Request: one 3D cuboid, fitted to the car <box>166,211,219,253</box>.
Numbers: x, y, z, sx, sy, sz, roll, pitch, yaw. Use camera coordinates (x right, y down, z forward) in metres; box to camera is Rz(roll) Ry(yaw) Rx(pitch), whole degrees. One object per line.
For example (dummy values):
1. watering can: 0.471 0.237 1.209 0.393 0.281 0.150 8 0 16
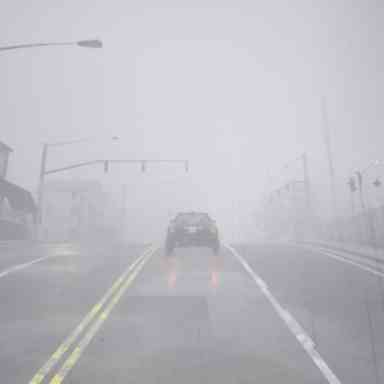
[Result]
1. car: 0.045 1.650 14.812 2.097 1.767 4.553 0 -4 1
